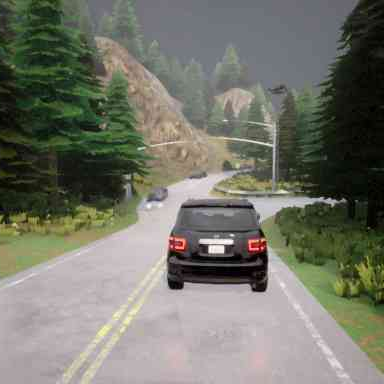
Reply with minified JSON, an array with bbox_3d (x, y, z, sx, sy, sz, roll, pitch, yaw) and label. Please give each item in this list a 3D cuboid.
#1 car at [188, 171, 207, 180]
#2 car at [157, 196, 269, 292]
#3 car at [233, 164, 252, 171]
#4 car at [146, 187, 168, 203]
[{"bbox_3d":[1.105,-2.959,57.727,2.033,1.411,5.357,2,10,21],"label":"car"},{"bbox_3d":[0.704,1.172,9.001,2.150,2.045,5.566,0,0,5],"label":"car"},{"bbox_3d":[10.668,-5.270,70.364,4.181,1.385,1.994,-10,10,-40],"label":"car"},{"bbox_3d":[-3.935,0.244,38.605,2.033,1.411,5.357,-2,8,5],"label":"car"}]
